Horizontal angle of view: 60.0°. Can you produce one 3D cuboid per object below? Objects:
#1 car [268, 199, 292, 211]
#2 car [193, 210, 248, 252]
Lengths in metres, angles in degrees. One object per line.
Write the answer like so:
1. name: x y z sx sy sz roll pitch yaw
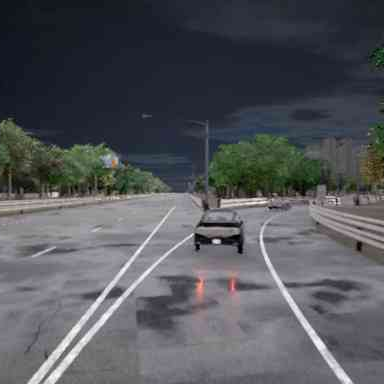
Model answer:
1. car: 11.041 1.564 41.624 2.033 1.411 5.357 0 0 30
2. car: 1.263 1.494 13.883 2.128 1.511 4.902 0 0 10
